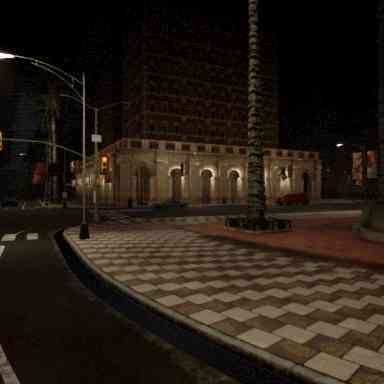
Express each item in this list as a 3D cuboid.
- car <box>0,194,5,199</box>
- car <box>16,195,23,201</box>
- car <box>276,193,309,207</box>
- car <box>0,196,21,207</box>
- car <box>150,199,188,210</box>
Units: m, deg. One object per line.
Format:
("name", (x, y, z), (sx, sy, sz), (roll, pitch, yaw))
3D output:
("car", (-46.455, 1.353, 81.304), (2.097, 1.767, 4.553), (0, 0, -27))
("car", (-42.567, 1.535, 81.352), (2.033, 1.411, 5.357), (0, 0, -27))
("car", (15.936, 1.221, 52.484), (5.566, 2.045, 2.150), (0, 0, -26))
("car", (-27.164, 1.600, 49.907), (1.895, 1.301, 4.718), (0, 0, -26))
("car", (-2.977, 1.600, 43.226), (4.718, 1.301, 1.895), (0, 0, -26))
